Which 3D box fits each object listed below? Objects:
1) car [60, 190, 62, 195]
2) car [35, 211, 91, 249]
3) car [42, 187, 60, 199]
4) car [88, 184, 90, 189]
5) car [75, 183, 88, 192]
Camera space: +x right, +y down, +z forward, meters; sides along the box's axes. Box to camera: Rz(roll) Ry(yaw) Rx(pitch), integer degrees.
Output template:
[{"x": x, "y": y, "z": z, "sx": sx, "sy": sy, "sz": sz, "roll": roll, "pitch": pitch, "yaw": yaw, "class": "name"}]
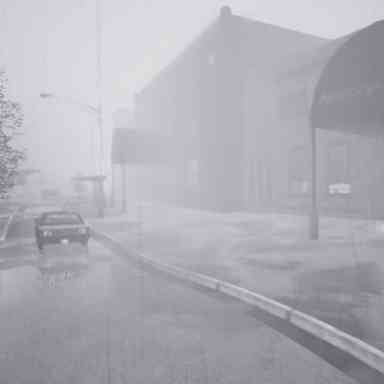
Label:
[{"x": -23.605, "y": -0.108, "z": 57.323, "sx": 1.895, "sy": 1.301, "sz": 4.718, "roll": 0, "pitch": 2, "yaw": -17, "class": "car"}, {"x": -5.646, "y": 1.472, "z": 14.201, "sx": 1.895, "sy": 1.301, "sz": 4.718, "roll": -1, "pitch": 1, "yaw": -26, "class": "car"}, {"x": -20.304, "y": 0.107, "z": 47.493, "sx": 1.837, "sy": 1.490, "sz": 4.892, "roll": -1, "pitch": 2, "yaw": -19, "class": "car"}, {"x": -26.988, "y": -0.829, "z": 81.728, "sx": 2.163, "sy": 1.488, "sz": 4.792, "roll": 0, "pitch": 2, "yaw": -13, "class": "car"}, {"x": -25.707, "y": -0.725, "z": 76.381, "sx": 2.097, "sy": 1.535, "sz": 5.008, "roll": -1, "pitch": 2, "yaw": -14, "class": "car"}]
